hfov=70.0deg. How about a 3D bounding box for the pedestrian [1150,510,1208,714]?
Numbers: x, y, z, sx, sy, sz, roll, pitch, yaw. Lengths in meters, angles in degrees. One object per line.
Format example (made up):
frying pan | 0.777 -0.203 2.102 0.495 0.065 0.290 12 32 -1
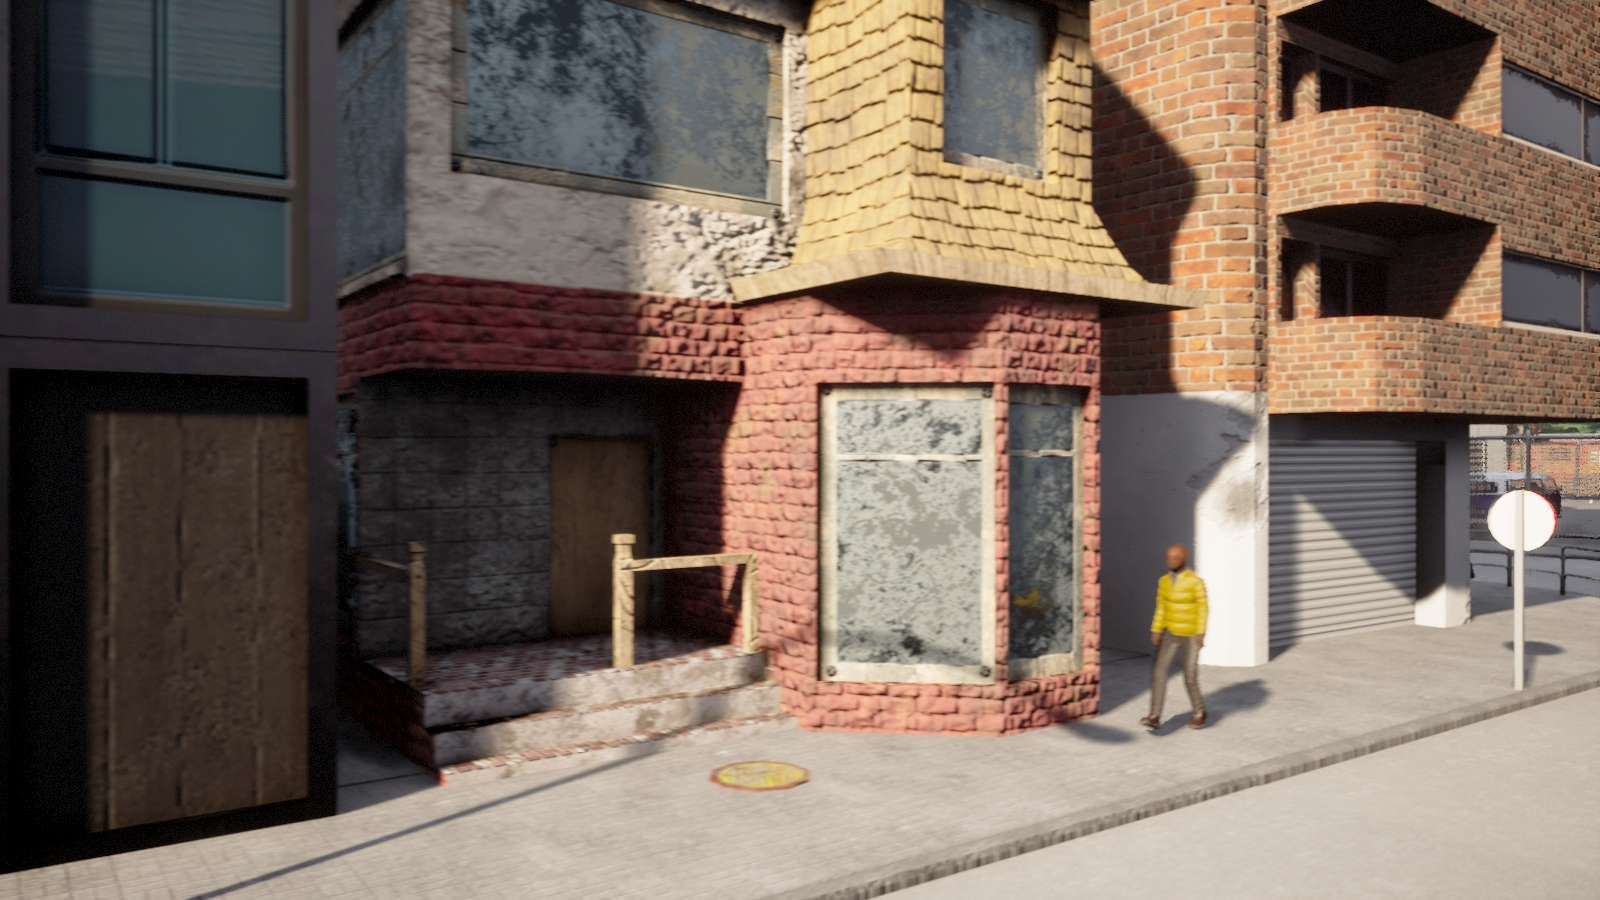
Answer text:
pedestrian | 3.599 1.518 10.858 0.375 1.860 0.375 0 0 -39
